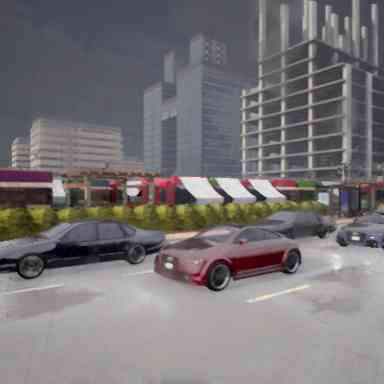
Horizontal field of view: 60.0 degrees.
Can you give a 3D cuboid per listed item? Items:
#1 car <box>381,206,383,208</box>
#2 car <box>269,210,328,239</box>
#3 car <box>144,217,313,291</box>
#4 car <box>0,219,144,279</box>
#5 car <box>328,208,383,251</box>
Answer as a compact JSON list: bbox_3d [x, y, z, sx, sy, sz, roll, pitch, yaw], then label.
[{"bbox_3d":[13.507,1.602,22.164,5.357,1.411,2.033,0,0,-35],"label":"car"},{"bbox_3d":[4.886,1.579,16.076,5.357,1.411,2.033,0,0,-35],"label":"car"},{"bbox_3d":[1.085,1.579,9.066,4.181,1.385,1.994,0,0,-35],"label":"car"},{"bbox_3d":[-3.295,1.557,10.244,5.357,1.411,2.033,0,0,-36],"label":"car"},{"bbox_3d":[7.906,1.597,13.924,4.181,1.385,1.994,0,0,-35],"label":"car"}]
